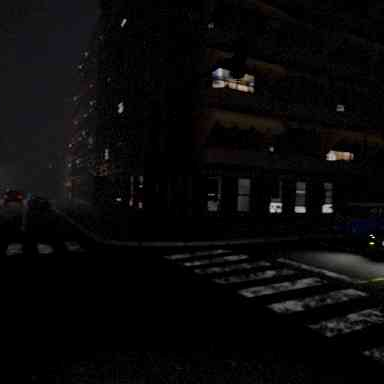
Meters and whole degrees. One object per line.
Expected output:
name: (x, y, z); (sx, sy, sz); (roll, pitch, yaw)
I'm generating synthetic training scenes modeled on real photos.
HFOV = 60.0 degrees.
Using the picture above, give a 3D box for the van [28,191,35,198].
van: (-40.874, 0.690, 84.715); (1.690, 1.788, 3.998); (1, 0, -26)

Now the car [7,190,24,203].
car: (-28.976, 0.711, 54.701); (2.150, 2.045, 5.566); (2, 0, -26)

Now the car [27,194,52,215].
car: (-13.862, 1.216, 30.240); (1.967, 1.590, 4.097); (1, 0, -26)

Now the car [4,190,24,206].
car: (-24.177, 0.786, 45.250); (2.150, 2.045, 5.566); (2, -1, -26)

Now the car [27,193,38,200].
car: (-33.511, 1.005, 69.858); (1.887, 1.381, 4.507); (1, 0, -26)

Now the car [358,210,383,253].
car: (8.763, 1.566, 12.429); (4.892, 1.490, 1.837); (1, 1, -27)

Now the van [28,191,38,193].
van: (-26.139, 0.916, 55.001); (1.690, 1.788, 3.998); (1, 0, -26)

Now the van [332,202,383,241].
van: (8.162, 1.369, 15.011); (3.998, 1.788, 1.690); (1, 1, -27)
